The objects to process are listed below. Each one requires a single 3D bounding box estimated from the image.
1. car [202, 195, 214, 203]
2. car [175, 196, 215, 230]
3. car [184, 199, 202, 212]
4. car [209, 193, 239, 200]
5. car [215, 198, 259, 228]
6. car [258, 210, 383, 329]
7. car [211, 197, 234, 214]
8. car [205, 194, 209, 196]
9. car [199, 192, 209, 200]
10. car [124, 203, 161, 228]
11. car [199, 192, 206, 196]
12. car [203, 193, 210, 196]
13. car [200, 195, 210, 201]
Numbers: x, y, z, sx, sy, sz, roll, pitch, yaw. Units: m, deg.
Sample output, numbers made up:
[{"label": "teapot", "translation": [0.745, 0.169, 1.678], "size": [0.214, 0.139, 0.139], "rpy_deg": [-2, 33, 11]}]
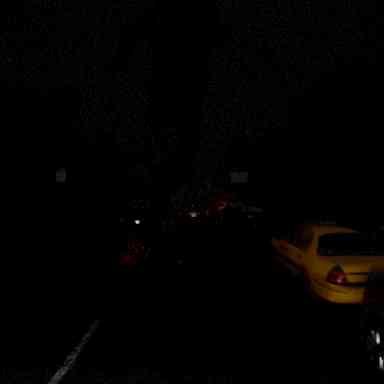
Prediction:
[{"label": "car", "translation": [3.178, 1.391, 68.850], "size": [2.231, 1.521, 4.892], "rpy_deg": [0, 0, 0]}, {"label": "car", "translation": [0.090, 1.325, 20.747], "size": [2.097, 1.767, 4.553], "rpy_deg": [0, 0, 0]}, {"label": "car", "translation": [0.077, 1.514, 38.385], "size": [1.994, 1.385, 4.181], "rpy_deg": [0, 0, 0]}, {"label": "car", "translation": [3.208, 1.189, 30.334], "size": [2.435, 2.045, 5.566], "rpy_deg": [0, 0, 0]}, {"label": "car", "translation": [3.214, 1.448, 24.650], "size": [2.231, 1.521, 4.892], "rpy_deg": [0, 0, 0]}, {"label": "car", "translation": [3.225, 1.466, 8.266], "size": [1.946, 1.575, 5.366], "rpy_deg": [0, 0, 0]}, {"label": "car", "translation": [3.203, 1.430, 36.016], "size": [1.946, 1.575, 5.366], "rpy_deg": [0, 0, 0]}, {"label": "car", "translation": [3.195, 1.415, 47.066], "size": [1.946, 1.575, 5.366], "rpy_deg": [0, 0, 0]}, {"label": "car", "translation": [3.160, 1.110, 90.983], "size": [2.435, 2.045, 5.566], "rpy_deg": [0, 0, 0]}, {"label": "car", "translation": [-3.161, 1.476, 21.678], "size": [1.837, 1.490, 4.892], "rpy_deg": [0, 0, 0]}, {"label": "car", "translation": [3.183, 1.146, 63.359], "size": [2.435, 2.045, 5.566], "rpy_deg": [0, 0, 0]}, {"label": "car", "translation": [3.246, 1.410, 53.939], "size": [2.231, 1.521, 4.892], "rpy_deg": [0, 0, 1]}, {"label": "car", "translation": [3.174, 1.405, 79.937], "size": [2.163, 1.488, 4.792], "rpy_deg": [0, 0, 0]}]
